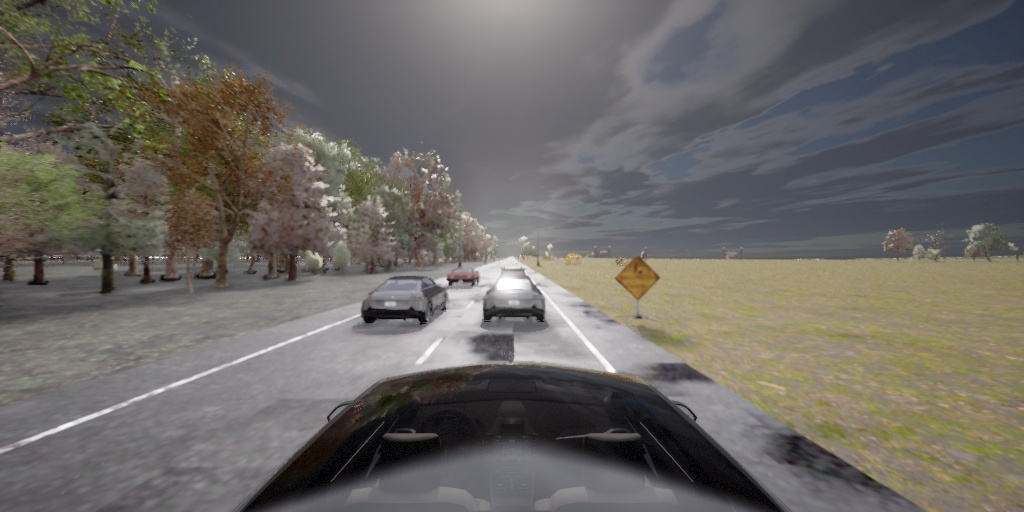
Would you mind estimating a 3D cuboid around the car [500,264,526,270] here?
[{"bbox_3d":[0.080,1.319,27.688,2.128,1.511,4.902,0,0,0],"label":"car"}]

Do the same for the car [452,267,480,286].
[{"bbox_3d":[-3.429,1.423,26.261,1.895,1.301,4.718,0,0,0],"label":"car"}]

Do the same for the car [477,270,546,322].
[{"bbox_3d":[0.073,1.345,12.529,1.994,1.385,4.181,0,0,0],"label":"car"}]

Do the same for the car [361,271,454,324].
[{"bbox_3d":[-3.428,1.343,12.172,1.994,1.385,4.181,0,0,0],"label":"car"}]

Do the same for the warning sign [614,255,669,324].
[{"bbox_3d":[3.553,0.890,10.127,1.300,1.860,1.060,0,0,0],"label":"warning sign"}]
